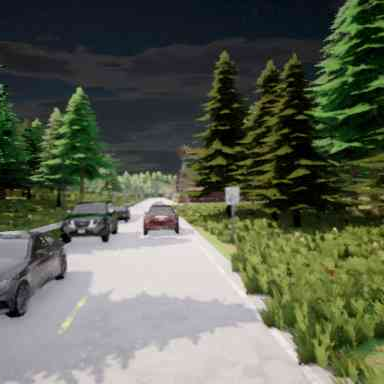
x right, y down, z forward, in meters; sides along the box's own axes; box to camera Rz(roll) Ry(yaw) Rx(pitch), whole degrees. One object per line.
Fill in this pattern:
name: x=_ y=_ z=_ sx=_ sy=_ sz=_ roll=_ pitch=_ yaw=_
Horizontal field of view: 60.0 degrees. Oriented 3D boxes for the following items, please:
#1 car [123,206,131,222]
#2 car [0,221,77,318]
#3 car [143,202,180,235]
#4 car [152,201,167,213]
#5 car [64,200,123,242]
car: x=-6.611 y=1.962 z=30.378 sx=2.033 sy=1.411 sz=5.357 roll=-1 pitch=0 yaw=-6
car: x=-4.290 y=1.697 z=7.829 sx=1.812 sy=1.442 sz=4.674 roll=-1 pitch=0 yaw=-6
car: x=-1.957 y=1.581 z=20.995 sx=2.097 sy=1.767 sz=4.553 roll=-1 pitch=-1 yaw=-6
car: x=-4.430 y=2.015 z=45.085 sx=1.812 sy=1.442 sz=4.674 roll=-1 pitch=-1 yaw=-6
car: x=-5.382 y=1.505 z=18.208 sx=2.150 sy=2.045 sz=5.566 roll=-1 pitch=0 yaw=-5
